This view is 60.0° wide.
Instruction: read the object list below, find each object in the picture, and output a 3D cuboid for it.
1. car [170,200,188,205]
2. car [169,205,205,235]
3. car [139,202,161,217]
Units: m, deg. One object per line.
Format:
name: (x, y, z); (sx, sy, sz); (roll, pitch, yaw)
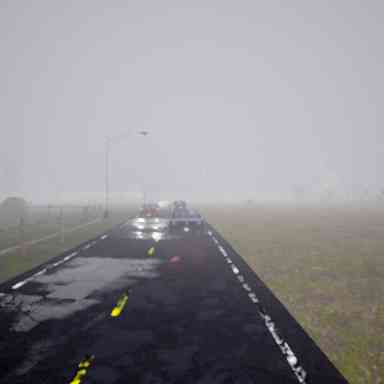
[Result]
car: (-1.359, 1.639, 36.780); (2.033, 1.411, 5.357); (0, 0, -4)
car: (-0.352, 1.638, 19.237); (1.895, 1.301, 4.718); (0, 0, -2)
car: (-3.975, 1.670, 31.993); (1.895, 1.301, 4.718); (0, 0, -4)
